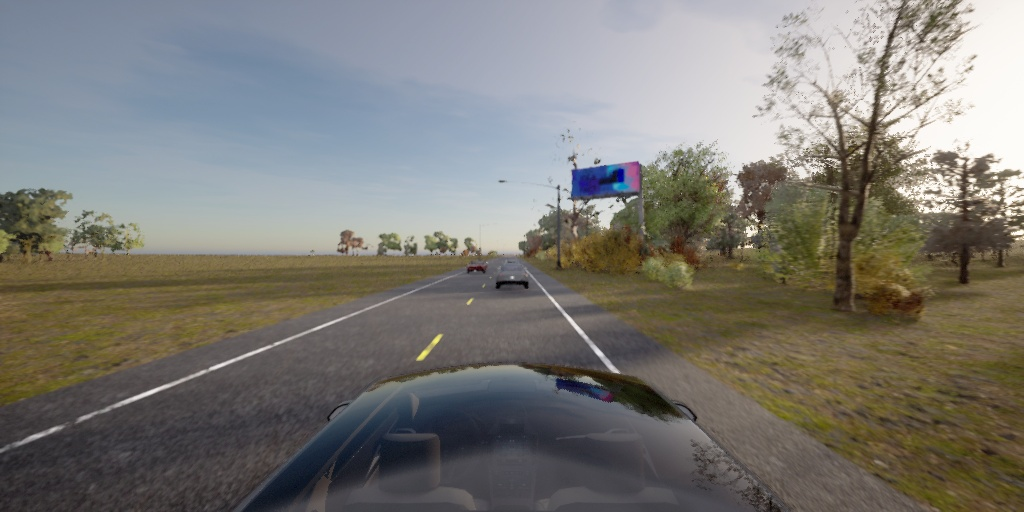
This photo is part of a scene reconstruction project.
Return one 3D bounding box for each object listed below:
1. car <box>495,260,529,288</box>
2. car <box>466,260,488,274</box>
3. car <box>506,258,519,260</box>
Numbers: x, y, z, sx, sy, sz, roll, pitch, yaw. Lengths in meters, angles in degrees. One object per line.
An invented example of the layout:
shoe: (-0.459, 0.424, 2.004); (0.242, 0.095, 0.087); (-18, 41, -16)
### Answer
car: (0.026, 1.157, 22.164); (1.994, 1.385, 4.181); (0, 1, 0)
car: (-3.514, 1.090, 36.585); (1.895, 1.301, 4.718); (0, 0, 0)
car: (0.062, 0.957, 38.707); (2.128, 1.511, 4.902); (0, 1, 0)
